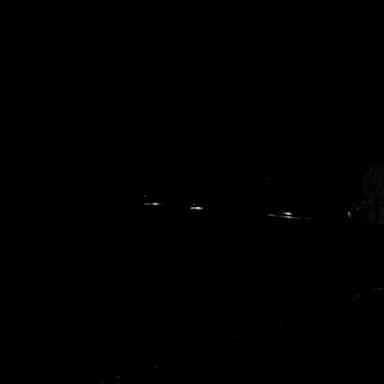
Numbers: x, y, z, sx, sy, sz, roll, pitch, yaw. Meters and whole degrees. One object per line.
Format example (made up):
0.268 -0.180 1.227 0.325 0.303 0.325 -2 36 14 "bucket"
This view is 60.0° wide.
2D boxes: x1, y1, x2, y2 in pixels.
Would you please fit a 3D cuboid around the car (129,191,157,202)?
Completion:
-6.932 0.641 48.752 2.097 1.767 4.553 1 1 -34 "car"

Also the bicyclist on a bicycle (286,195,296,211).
10.265 1.137 34.393 1.656 1.620 0.582 0 1 -35 "bicyclist on a bicycle"

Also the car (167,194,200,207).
-1.233 1.000 40.482 2.033 1.411 5.357 1 1 -35 "car"

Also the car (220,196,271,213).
5.240 1.130 31.160 2.128 1.511 4.902 1 0 -35 "car"

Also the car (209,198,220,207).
3.946 1.159 38.188 1.895 1.301 4.718 1 1 -35 "car"

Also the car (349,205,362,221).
12.353 1.368 20.923 1.812 1.442 4.674 1 0 -35 "car"

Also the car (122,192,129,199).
-10.924 0.700 59.606 1.994 1.385 4.181 1 1 -35 "car"
